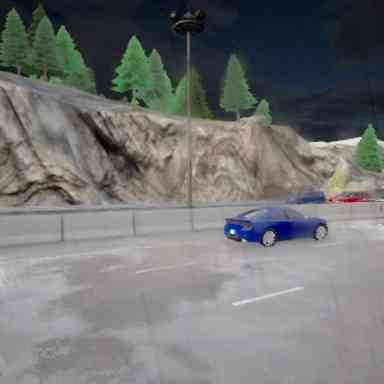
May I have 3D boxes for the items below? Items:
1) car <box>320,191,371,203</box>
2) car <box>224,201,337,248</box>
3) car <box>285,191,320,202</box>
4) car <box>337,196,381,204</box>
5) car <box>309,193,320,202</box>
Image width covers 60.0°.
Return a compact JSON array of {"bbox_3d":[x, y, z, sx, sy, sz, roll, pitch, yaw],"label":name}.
[{"bbox_3d":[17.360,0.902,36.825,5.566,2.045,2.150,0,0,-22],"label":"car"},{"bbox_3d":[3.689,1.371,14.256,5.008,1.535,1.882,-1,1,-31],"label":"car"},{"bbox_3d":[14.919,0.874,43.386,5.566,2.045,2.150,-1,0,-22],"label":"car"},{"bbox_3d":[17.179,1.305,32.975,4.718,1.301,1.895,0,0,-23],"label":"car"},{"bbox_3d":[17.423,1.204,40.628,5.357,1.411,2.033,0,0,-21],"label":"car"}]
